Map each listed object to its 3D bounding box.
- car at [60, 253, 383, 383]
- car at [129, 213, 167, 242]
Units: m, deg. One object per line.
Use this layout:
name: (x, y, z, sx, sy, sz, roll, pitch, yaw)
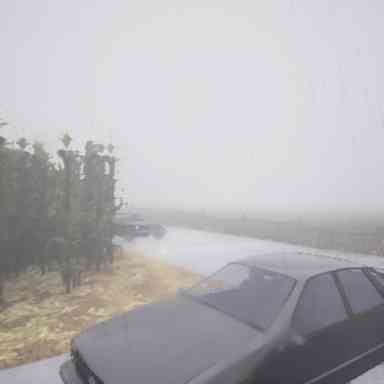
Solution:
car: (1.239, 1.595, 4.380, 5.357, 1.411, 2.033, 1, -1, -35)
car: (-3.204, 1.782, 17.689, 1.895, 1.301, 4.718, 1, -1, -35)
